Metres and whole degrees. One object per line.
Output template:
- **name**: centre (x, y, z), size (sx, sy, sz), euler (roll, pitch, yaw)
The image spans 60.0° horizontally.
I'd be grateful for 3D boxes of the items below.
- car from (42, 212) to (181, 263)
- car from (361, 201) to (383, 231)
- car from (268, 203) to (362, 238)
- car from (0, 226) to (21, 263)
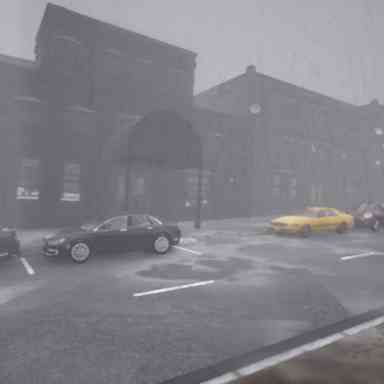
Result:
- **car**: centre (-2.726, 1.476, 11.964), size (4.892, 1.521, 2.231), euler (0, 0, -32)
- **car**: centre (11.305, 1.369, 20.836), size (4.553, 1.767, 2.185), euler (0, 0, -32)
- **car**: centre (6.450, 1.485, 17.768), size (5.366, 1.575, 1.946), euler (0, 0, -32)
- **car**: centre (-7.398, 1.470, 9.012), size (4.892, 1.521, 2.231), euler (0, 0, -32)
